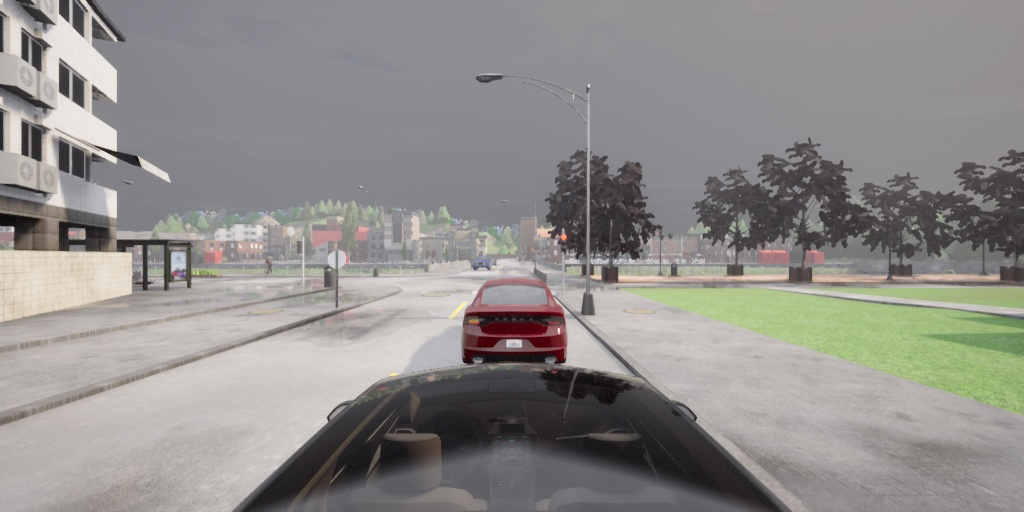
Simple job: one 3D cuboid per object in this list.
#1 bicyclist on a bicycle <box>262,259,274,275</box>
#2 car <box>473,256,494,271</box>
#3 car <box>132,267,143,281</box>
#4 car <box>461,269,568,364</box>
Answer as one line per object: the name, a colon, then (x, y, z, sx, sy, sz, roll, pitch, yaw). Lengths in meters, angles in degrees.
bicyclist on a bicycle: (-24.021, 1.095, 35.307, 0.582, 1.620, 1.656, 0, 0, 0)
car: (-4.079, 0.966, 49.410, 2.150, 2.045, 5.566, 0, 0, 1)
car: (-30.608, 1.099, 26.916, 4.553, 1.767, 2.097, 0, 0, 0)
car: (0.054, 1.227, 8.115, 1.882, 1.535, 5.008, 0, 0, 0)
